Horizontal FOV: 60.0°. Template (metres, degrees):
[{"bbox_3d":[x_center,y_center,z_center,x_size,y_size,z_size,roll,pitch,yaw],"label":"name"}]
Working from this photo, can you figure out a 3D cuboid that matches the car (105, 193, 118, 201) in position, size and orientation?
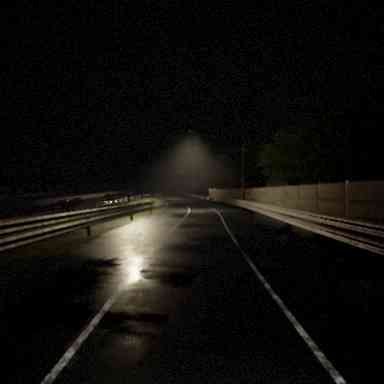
[{"bbox_3d":[-21.973,1.890,91.930,1.837,1.490,4.892,0,3,10],"label":"car"}]

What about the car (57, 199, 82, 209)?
[{"bbox_3d":[-25.854,2.995,70.295,1.837,1.490,4.892,0,3,10],"label":"car"}]

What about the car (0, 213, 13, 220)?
[{"bbox_3d":[-29.421,3.977,50.408,2.128,1.511,4.902,0,3,10],"label":"car"}]

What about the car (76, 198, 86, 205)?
[{"bbox_3d":[-27.541,2.323,80.707,2.097,1.767,4.553,0,3,10],"label":"car"}]
